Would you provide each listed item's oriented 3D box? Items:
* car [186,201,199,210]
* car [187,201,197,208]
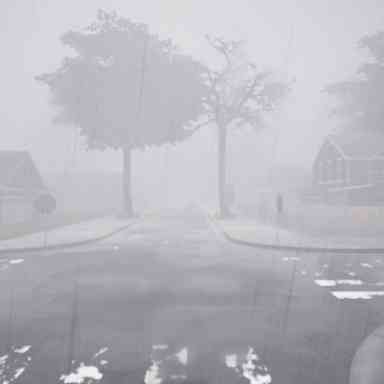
[{"bbox_3d":[0.031,2.169,53.773,1.812,1.442,4.674,0,-1,0],"label":"car"},{"bbox_3d":[0.037,2.364,63.804,1.895,1.301,4.718,0,-1,0],"label":"car"}]
